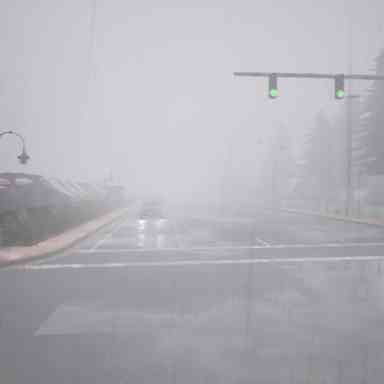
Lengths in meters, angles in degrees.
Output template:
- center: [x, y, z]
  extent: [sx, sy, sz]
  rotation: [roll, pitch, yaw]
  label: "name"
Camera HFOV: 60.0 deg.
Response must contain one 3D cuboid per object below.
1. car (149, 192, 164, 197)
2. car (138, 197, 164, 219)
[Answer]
- center: [-5.505, 1.072, 51.880]
  extent: [2.150, 2.045, 5.566]
  rotation: [-1, 0, -5]
  label: "car"
- center: [-3.475, 1.426, 28.320]
  extent: [1.837, 1.490, 4.892]
  rotation: [-1, 0, -5]
  label: "car"
